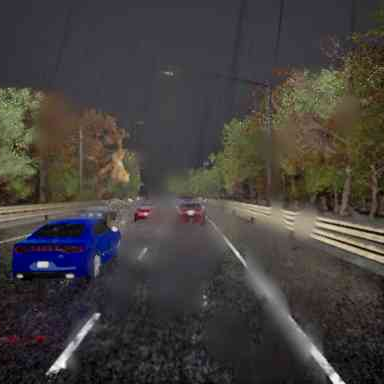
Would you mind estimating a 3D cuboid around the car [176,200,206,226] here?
[{"bbox_3d":[-0.109,1.482,24.404,2.097,1.767,4.553,0,0,-1],"label":"car"}]

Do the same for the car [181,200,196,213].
[{"bbox_3d":[-0.481,1.763,42.056,1.812,1.442,4.674,0,0,-1],"label":"car"}]

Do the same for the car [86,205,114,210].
[{"bbox_3d":[-7.123,1.688,25.850,2.033,1.411,5.357,0,0,-1],"label":"car"}]

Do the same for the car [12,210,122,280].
[{"bbox_3d":[-3.444,1.533,10.123,1.882,1.535,5.008,0,0,0],"label":"car"}]

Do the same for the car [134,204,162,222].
[{"bbox_3d":[-3.674,1.716,28.179,1.994,1.385,4.181,0,0,-1],"label":"car"}]
